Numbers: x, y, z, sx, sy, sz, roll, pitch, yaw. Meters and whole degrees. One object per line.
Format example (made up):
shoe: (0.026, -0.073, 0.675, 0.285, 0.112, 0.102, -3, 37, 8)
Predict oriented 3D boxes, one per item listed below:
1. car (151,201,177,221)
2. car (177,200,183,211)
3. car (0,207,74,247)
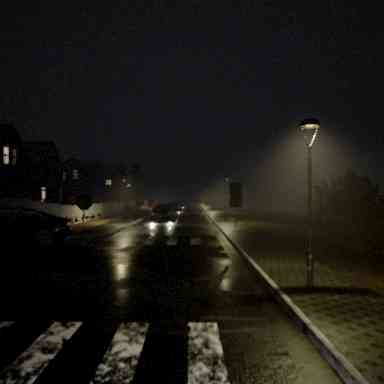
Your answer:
car: (-2.763, 1.884, 31.522, 1.882, 1.535, 5.008, 0, -1, 0)
car: (-2.769, 2.145, 51.029, 1.882, 1.535, 5.008, 0, -1, 0)
car: (-7.233, 1.326, 13.048, 4.902, 1.511, 2.128, 5, -1, -24)
